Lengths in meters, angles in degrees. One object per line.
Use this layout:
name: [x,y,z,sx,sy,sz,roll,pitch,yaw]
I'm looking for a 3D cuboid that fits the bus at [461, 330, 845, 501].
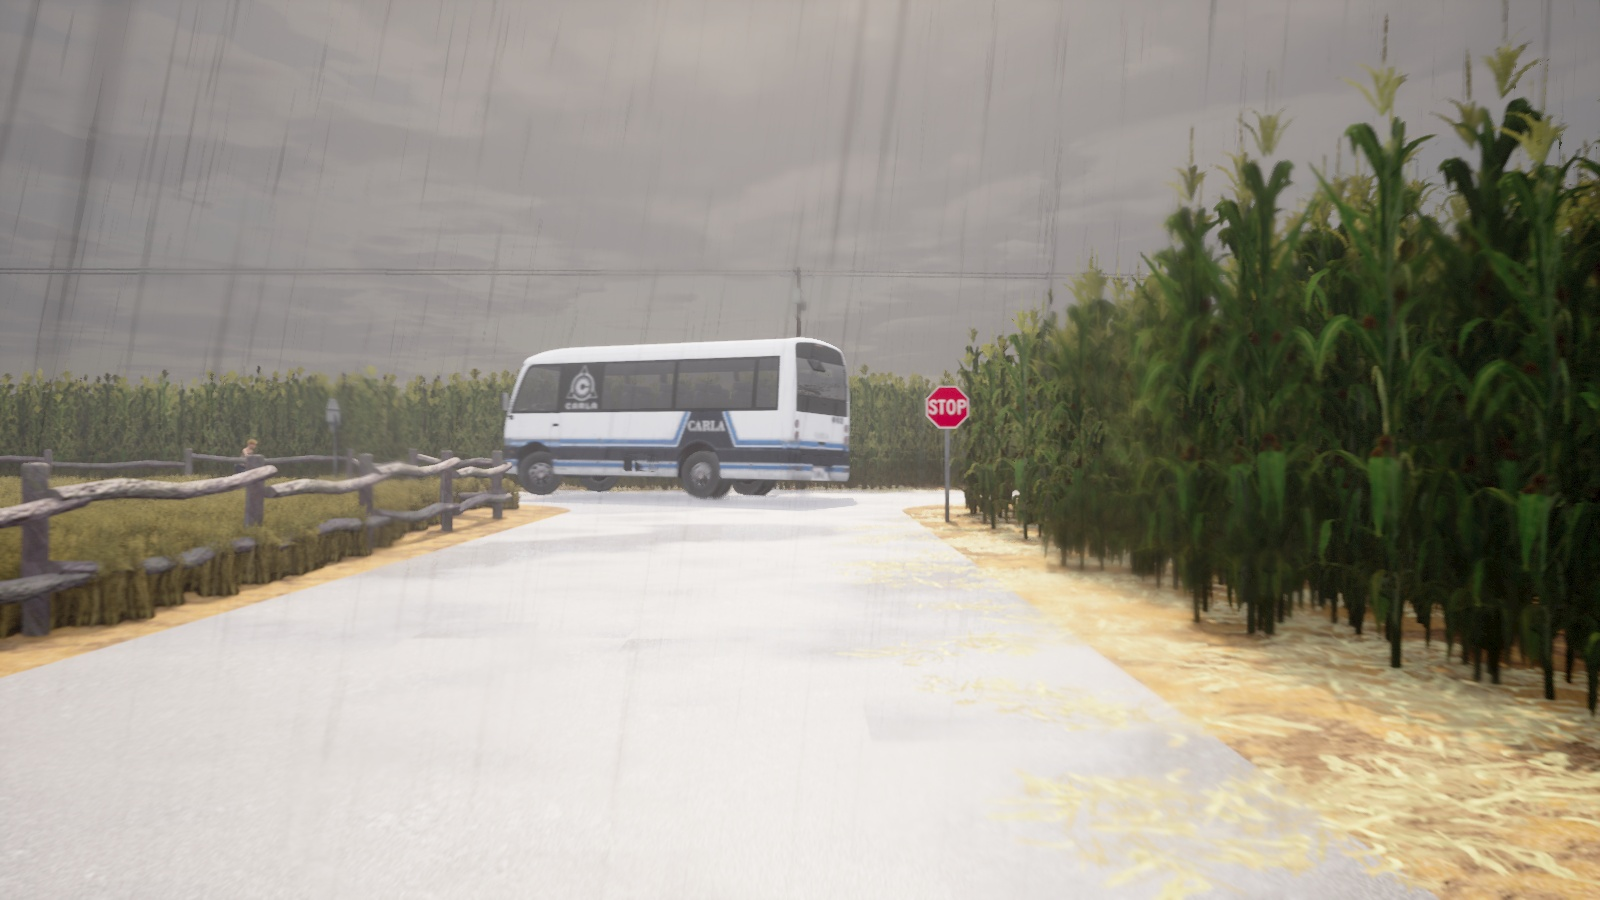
bus: [-4.257,-0.833,35.420,10.273,4.253,3.944,1,-2,29]
